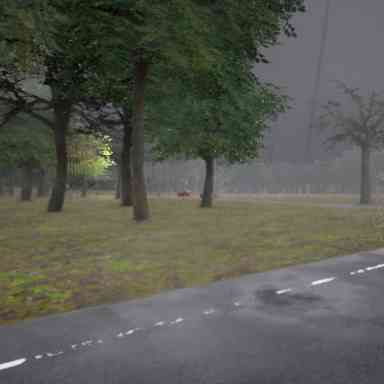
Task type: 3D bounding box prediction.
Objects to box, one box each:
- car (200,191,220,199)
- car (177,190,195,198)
[{"bbox_3d":[3.437,0.612,65.578,2.128,1.511,4.902,2,-1,-35],"label":"car"},{"bbox_3d":[-1.329,0.398,72.131,1.882,1.535,5.008,2,-1,-36],"label":"car"}]
